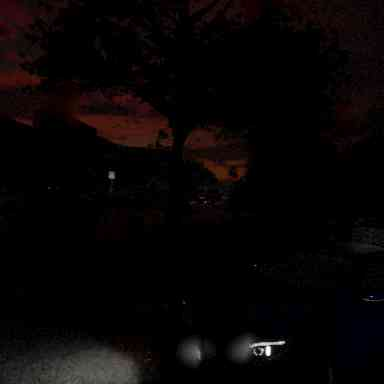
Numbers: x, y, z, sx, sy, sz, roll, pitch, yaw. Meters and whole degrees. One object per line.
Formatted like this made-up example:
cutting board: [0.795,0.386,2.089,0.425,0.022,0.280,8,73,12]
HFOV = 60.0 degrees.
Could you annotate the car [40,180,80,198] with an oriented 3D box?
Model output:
car: [-12.732,-0.397,32.433,2.097,1.767,4.553,4,2,7]

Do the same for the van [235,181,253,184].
van: [11.510,-0.635,70.307,4.442,1.987,1.878,4,3,8]

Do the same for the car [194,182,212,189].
car: [2.144,-0.632,64.417,1.882,1.535,5.008,4,3,8]

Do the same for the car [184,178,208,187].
car: [0.603,-2.157,87.705,5.566,2.045,2.435,4,3,8]

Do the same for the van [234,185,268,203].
van: [7.462,0.551,42.874,4.442,1.987,1.878,4,3,8]

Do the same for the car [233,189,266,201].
car: [8.738,0.452,51.106,4.792,1.488,2.163,4,3,8]

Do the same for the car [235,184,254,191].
car: [14.440,-1.368,92.306,5.008,1.535,2.097,4,3,8]

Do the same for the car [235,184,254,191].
car: [13.678,-1.129,86.812,4.892,1.521,2.231,4,3,8]

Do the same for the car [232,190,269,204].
car: [7.975,0.694,45.612,4.792,1.488,2.163,4,3,8]

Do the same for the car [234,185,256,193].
car: [12.115,-0.627,75.832,4.792,1.488,2.163,4,3,8]

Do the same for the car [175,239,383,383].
car: [2.007,1.479,4.823,4.674,1.442,1.812,1,1,-33]

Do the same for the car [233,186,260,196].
car: [10.614,-0.180,64.840,5.008,1.535,2.097,4,3,8]

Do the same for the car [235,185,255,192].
car: [13.317,-0.980,84.065,4.792,1.488,2.163,4,3,8]

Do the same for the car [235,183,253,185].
car: [9.894,-0.063,59.336,4.553,1.767,2.185,4,3,8]

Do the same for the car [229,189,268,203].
car: [8.145,0.527,48.388,5.366,1.575,1.946,4,3,8]

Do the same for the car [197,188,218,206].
car: [1.646,0.711,37.167,1.837,1.490,4.892,4,2,5]

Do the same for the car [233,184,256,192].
car: [12.725,-0.907,81.345,5.366,1.575,1.946,4,3,8]

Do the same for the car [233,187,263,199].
car: [9.480,0.180,56.599,5.008,1.535,2.097,4,3,8]

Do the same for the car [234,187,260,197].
car: [10.233,-0.020,62.096,4.674,1.452,2.002,4,3,8]

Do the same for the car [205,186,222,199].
car: [3.386,0.292,49.511,1.994,1.385,4.181,4,3,8]

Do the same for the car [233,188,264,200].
car: [9.086,0.301,53.855,4.892,1.521,2.231,4,3,8]
